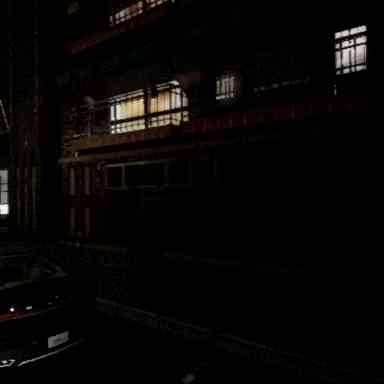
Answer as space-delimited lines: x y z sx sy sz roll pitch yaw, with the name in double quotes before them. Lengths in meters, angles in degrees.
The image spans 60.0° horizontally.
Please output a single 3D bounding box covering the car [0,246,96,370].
"car" -3.389 1.551 5.303 4.403 1.369 2.008 0 -1 35
